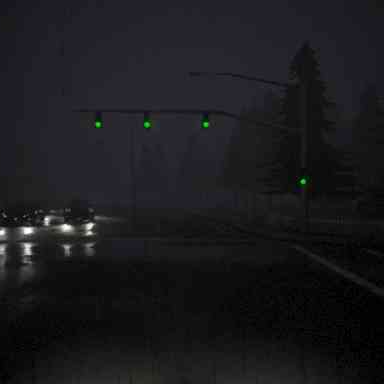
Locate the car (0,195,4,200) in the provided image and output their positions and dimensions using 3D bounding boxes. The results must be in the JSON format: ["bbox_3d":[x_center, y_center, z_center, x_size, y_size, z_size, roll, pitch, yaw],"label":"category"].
[{"bbox_3d":[-29.684,1.295,50.944,4.553,1.767,2.097,0,0,26],"label":"car"}]

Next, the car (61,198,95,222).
[{"bbox_3d":[-8.724,1.315,25.886,2.097,1.767,4.553,0,0,-17],"label":"car"}]

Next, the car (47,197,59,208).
[{"bbox_3d":[-18.150,1.434,42.524,1.882,1.535,5.008,0,0,-45],"label":"car"}]

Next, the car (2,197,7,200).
[{"bbox_3d":[-20.963,1.515,40.385,4.181,1.385,1.994,0,0,44],"label":"car"}]

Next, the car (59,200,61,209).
[{"bbox_3d":[-12.043,1.563,34.240,1.895,1.301,4.718,0,0,-29],"label":"car"}]

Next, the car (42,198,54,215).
[{"bbox_3d":[-14.773,1.520,31.874,1.994,1.385,4.181,0,0,-30],"label":"car"}]

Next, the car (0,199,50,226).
[{"bbox_3d":[-11.724,1.462,23.500,1.837,1.490,4.892,0,0,-12],"label":"car"}]
